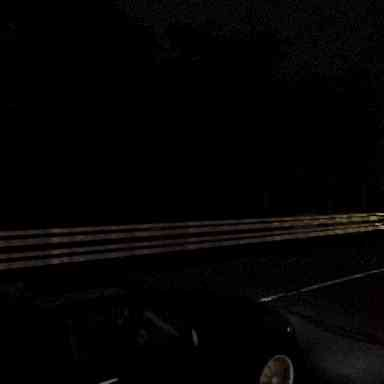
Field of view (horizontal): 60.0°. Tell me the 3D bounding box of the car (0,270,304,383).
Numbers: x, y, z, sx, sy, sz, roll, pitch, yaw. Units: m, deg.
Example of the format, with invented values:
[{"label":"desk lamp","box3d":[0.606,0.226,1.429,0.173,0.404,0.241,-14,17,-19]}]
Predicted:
[{"label":"car","box3d":[-0.906,1.537,3.222,4.674,1.442,1.812,1,0,-35]}]
